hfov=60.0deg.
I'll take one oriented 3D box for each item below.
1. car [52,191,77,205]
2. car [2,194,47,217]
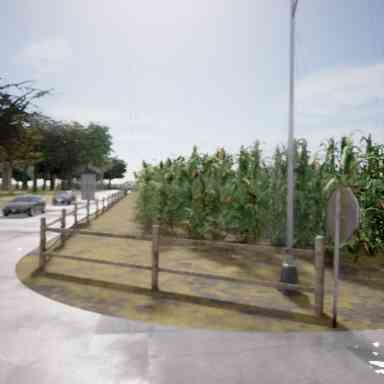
[{"bbox_3d":[-13.946,0.630,36.553,2.128,1.511,4.902,1,1,-8],"label":"car"},{"bbox_3d":[-12.226,0.947,24.592,1.837,1.490,4.892,1,1,-8],"label":"car"}]
